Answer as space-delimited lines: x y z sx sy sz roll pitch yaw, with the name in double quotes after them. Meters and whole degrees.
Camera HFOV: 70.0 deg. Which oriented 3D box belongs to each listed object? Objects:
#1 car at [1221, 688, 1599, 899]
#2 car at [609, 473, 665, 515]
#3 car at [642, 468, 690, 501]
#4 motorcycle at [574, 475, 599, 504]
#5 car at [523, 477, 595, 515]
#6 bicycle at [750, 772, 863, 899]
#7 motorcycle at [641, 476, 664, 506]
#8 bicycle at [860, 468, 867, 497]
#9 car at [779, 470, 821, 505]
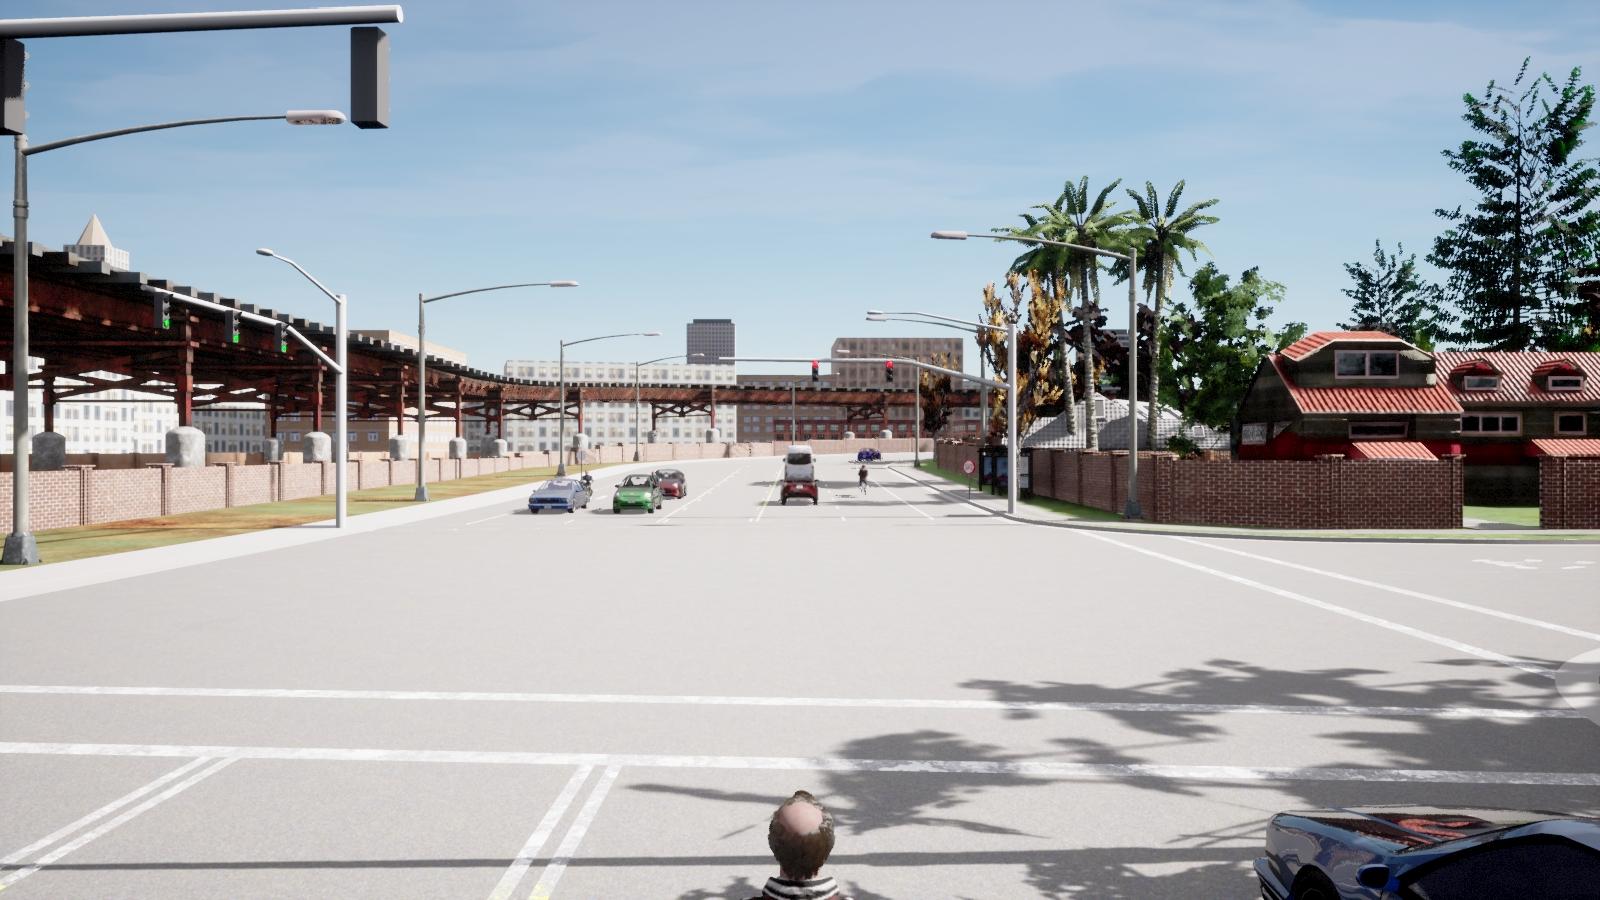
3.467 2.106 4.038 2.033 1.411 5.357 0 0 1 "car"
-7.031 1.877 49.699 1.851 1.617 3.988 0 1 0 "car"
-7.040 1.791 60.456 2.007 1.525 4.514 0 1 0 "car"
-10.476 1.934 56.002 0.856 1.341 1.805 0 1 1 "motorcycle"
-10.533 1.979 50.381 2.033 1.411 5.357 0 1 0 "car"
0.019 2.048 3.681 0.329 1.496 1.835 0 0 0 "bicycle"
-7.053 1.947 54.746 0.856 1.341 1.805 0 1 0 "motorcycle"
3.478 1.769 62.691 0.329 1.496 1.835 0 1 0 "bicycle"
-0.032 1.835 56.742 2.007 1.525 4.514 0 1 0 "car"
